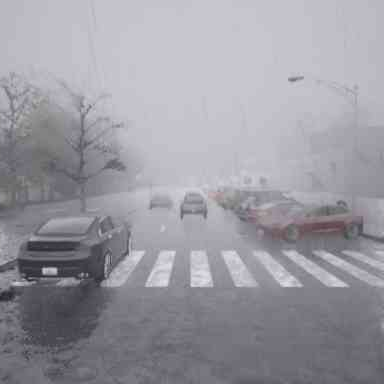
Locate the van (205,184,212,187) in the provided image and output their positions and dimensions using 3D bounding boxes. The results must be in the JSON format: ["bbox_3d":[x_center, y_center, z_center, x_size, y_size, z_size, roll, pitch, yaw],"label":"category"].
[{"bbox_3d":[4.970,-0.059,56.013,4.442,1.987,1.878,0,2,-20],"label":"van"}]

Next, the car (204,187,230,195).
[{"bbox_3d":[5.102,-0.230,68.013,4.792,1.488,2.163,0,2,-20],"label":"car"}]

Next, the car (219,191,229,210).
[{"bbox_3d":[5.067,0.943,26.236,4.892,1.521,2.231,0,1,-20],"label":"car"}]

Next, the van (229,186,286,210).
[{"bbox_3d":[5.185,0.782,23.292,4.442,1.987,1.878,0,1,-20],"label":"van"}]

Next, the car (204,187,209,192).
[{"bbox_3d":[4.902,0.437,47.050,5.366,1.575,1.946,0,2,-20],"label":"car"}]

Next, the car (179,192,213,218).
[{"bbox_3d":[0.108,0.984,23.899,2.128,1.511,4.902,0,1,0],"label":"car"}]

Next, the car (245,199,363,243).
[{"bbox_3d":[5.047,1.232,14.274,4.792,1.488,2.163,0,2,-20],"label":"car"}]

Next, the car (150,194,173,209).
[{"bbox_3d":[-2.897,0.876,32.045,1.994,1.385,4.181,0,1,0],"label":"car"}]

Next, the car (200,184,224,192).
[{"bbox_3d":[5.107,-1.127,85.888,5.566,2.045,2.435,0,2,-20],"label":"car"}]

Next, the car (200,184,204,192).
[{"bbox_3d":[4.902,-0.153,64.952,5.366,1.575,1.946,0,3,-20],"label":"car"}]

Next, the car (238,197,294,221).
[{"bbox_3d":[5.068,1.177,17.292,4.674,1.452,2.002,0,1,-20],"label":"car"}]

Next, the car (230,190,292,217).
[{"bbox_3d":[5.045,0.946,20.260,4.553,1.767,2.185,0,1,-20],"label":"car"}]

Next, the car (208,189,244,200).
[{"bbox_3d":[5.101,0.385,50.119,4.792,1.488,2.163,0,2,-20],"label":"car"}]

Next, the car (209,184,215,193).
[{"bbox_3d":[5.104,0.494,35.193,5.566,2.045,2.435,0,1,-20],"label":"car"}]

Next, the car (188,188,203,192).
[{"bbox_3d":[0.103,0.588,41.875,1.837,1.490,4.892,0,1,0],"label":"car"}]

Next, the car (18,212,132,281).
[{"bbox_3d":[-2.898,1.316,9.196,1.837,1.490,4.892,0,1,0],"label":"car"}]

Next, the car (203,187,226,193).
[{"bbox_3d":[5.072,-0.434,73.962,4.674,1.452,2.002,0,2,-20],"label":"car"}]

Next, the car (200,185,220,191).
[{"bbox_3d":[5.252,-1.154,94.889,5.366,1.575,1.946,0,2,-20],"label":"car"}]

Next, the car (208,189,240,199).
[{"bbox_3d":[5.069,0.301,53.090,4.674,1.452,2.002,0,2,-20],"label":"car"}]

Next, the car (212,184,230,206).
[{"bbox_3d":[5.052,0.625,29.198,5.566,2.045,2.435,0,2,-20],"label":"car"}]

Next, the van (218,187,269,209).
[{"bbox_3d":[4.969,0.585,32.151,4.442,1.987,1.878,0,2,-20],"label":"van"}]
